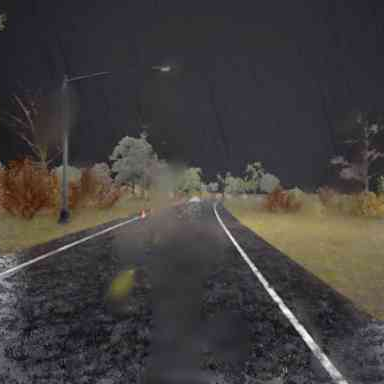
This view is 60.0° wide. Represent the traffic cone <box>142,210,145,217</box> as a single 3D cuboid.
[{"bbox_3d":[-4.324,1.943,29.687,0.340,0.580,0.340,0,0,2],"label":"traffic cone"}]

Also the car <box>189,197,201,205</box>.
[{"bbox_3d":[0.601,1.577,61.606,1.812,1.442,4.674,0,0,4],"label":"car"}]
